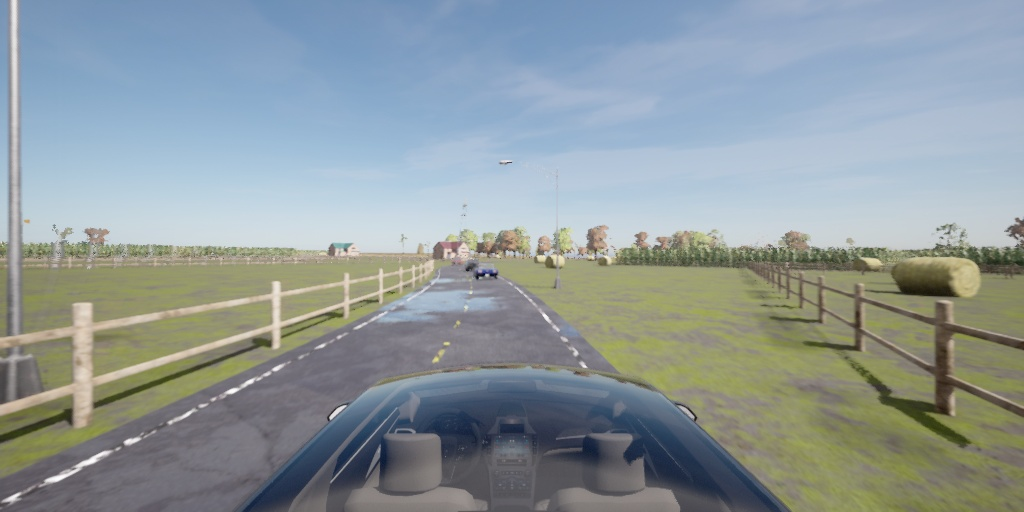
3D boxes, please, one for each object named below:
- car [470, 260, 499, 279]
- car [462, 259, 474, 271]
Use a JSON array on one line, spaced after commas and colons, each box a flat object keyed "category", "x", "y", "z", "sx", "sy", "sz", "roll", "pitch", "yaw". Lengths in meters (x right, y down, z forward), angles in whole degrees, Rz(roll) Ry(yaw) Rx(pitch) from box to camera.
[{"category": "car", "x": -2.380, "y": 1.314, "z": 31.659, "sx": 1.895, "sy": 1.301, "sz": 4.718, "roll": 0, "pitch": 0, "yaw": -9}, {"category": "car", "x": -5.071, "y": 1.181, "z": 46.521, "sx": 1.837, "sy": 1.490, "sz": 4.892, "roll": 0, "pitch": 1, "yaw": -10}]
